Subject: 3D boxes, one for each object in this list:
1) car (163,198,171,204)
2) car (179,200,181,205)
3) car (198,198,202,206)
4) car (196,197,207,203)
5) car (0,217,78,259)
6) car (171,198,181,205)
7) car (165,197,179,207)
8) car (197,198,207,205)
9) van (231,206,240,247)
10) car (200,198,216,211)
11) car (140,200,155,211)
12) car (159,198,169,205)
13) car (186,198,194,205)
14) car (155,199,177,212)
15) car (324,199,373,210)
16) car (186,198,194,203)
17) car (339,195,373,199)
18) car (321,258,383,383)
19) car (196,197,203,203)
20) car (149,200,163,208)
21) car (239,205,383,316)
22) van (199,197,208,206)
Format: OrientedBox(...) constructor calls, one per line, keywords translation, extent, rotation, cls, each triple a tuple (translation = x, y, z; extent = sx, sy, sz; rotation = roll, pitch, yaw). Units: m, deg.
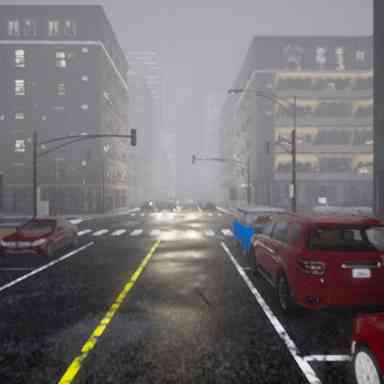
OrientedBox(translation=(-6.257, 2.231, 84.124), extent=(1.802, 1.307, 4.206), rotation=(0, 0, 0), cls="car")
OrientedBox(translation=(-3.471, 1.827, 62.538), extent=(2.097, 1.767, 4.553), rotation=(0, 0, 0), cls="car")
OrientedBox(translation=(2.346, 1.948, 51.029), extent=(1.947, 1.339, 4.313), rotation=(0, 0, 0), cls="car")
OrientedBox(translation=(2.272, 2.015, 62.075), extent=(1.887, 1.381, 4.507), rotation=(0, 0, 0), cls="car")
OrientedBox(translation=(-5.780, 1.679, 13.058), extent=(1.802, 1.307, 4.206), rotation=(0, 0, 0), cls="car")
OrientedBox(translation=(-3.486, 2.099, 73.072), extent=(2.033, 1.411, 5.357), rotation=(0, 0, 0), cls="car")
OrientedBox(translation=(-3.443, 1.959, 52.486), extent=(1.994, 1.385, 4.181), rotation=(0, 0, -1), cls="car")
OrientedBox(translation=(2.197, 2.125, 73.122), extent=(1.947, 1.339, 4.313), rotation=(0, 0, 0), cls="car")
OrientedBox(translation=(2.599, 1.437, 13.115), extent=(1.690, 1.788, 3.998), rotation=(0, 0, 0), cls="van")
OrientedBox(translation=(2.383, 1.921, 45.506), extent=(1.802, 1.307, 4.206), rotation=(0, 0, 0), cls="car")
OrientedBox(translation=(-5.998, 1.906, 45.462), extent=(1.947, 1.339, 4.313), rotation=(0, 0, 0), cls="car")
OrientedBox(translation=(-6.184, 2.104, 73.078), extent=(1.887, 1.381, 4.507), rotation=(0, 0, 0), cls="car")
OrientedBox(translation=(-0.500, 2.090, 74.942), extent=(1.812, 1.442, 4.674), rotation=(0, 0, 0), cls="car")
OrientedBox(translation=(-3.370, 1.925, 43.397), extent=(1.895, 1.301, 4.718), rotation=(0, 0, -1), cls="car")
OrientedBox(translation=(13.429, 1.589, 30.127), extent=(4.718, 1.301, 1.895), rotation=(-1, 0, -1), cls="car")
OrientedBox(translation=(-0.566, 2.083, 84.978), extent=(1.895, 1.301, 4.718), rotation=(0, 0, 0), cls="car")
OrientedBox(translation=(15.544, 1.271, 32.737), extent=(5.009, 1.841, 2.192), rotation=(-1, 1, -1), cls="car")
OrientedBox(translation=(2.675, 1.560, 2.058), extent=(1.887, 1.381, 4.507), rotation=(0, 0, 0), cls="car")
OrientedBox(translation=(2.084, 2.221, 89.861), extent=(1.752, 1.417, 4.829), rotation=(-1, 0, 0), cls="car")
OrientedBox(translation=(-6.072, 1.993, 56.508), extent=(1.947, 1.339, 4.313), rotation=(0, 0, 0), cls="car")
OrientedBox(translation=(2.636, 1.371, 7.587), extent=(2.192, 1.841, 5.009), rotation=(0, 0, 0), cls="car")
OrientedBox(translation=(2.233, 1.855, 67.600), extent=(1.690, 1.788, 3.998), rotation=(0, 0, 0), cls="van")
